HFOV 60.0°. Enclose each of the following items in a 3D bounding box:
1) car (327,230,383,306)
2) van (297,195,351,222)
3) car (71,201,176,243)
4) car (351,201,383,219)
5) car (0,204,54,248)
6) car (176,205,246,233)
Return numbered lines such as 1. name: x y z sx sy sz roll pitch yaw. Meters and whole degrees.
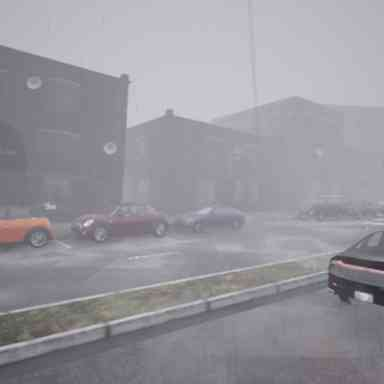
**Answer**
1. car: 4.785 1.499 6.854 4.902 1.511 2.128 0 0 -35
2. van: 10.018 1.256 25.820 4.442 1.987 1.878 0 0 -36
3. car: -3.434 1.338 16.174 4.553 1.767 2.185 0 0 -36
4. car: 14.578 1.518 29.091 4.792 1.488 2.163 0 0 -36
5. car: -7.925 1.331 12.955 4.553 1.767 2.185 0 0 -36
6. car: 1.134 1.510 19.450 4.674 1.452 2.002 0 0 -36
